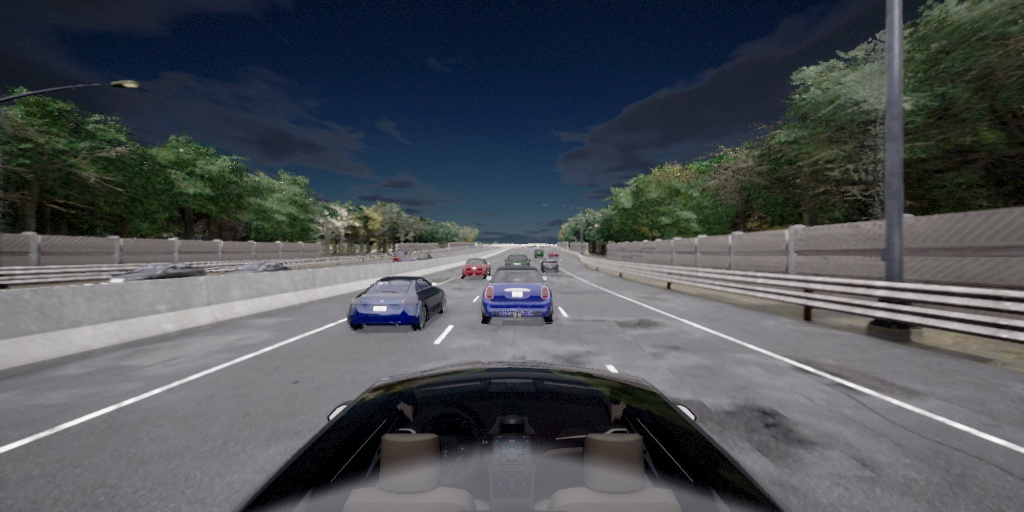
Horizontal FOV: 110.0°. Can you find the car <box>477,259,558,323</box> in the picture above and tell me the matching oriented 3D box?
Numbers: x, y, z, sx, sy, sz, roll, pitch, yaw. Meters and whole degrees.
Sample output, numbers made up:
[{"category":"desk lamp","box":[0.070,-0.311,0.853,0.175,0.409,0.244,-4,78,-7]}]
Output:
[{"category":"car","box":[0.168,1.093,12.185,2.097,1.767,4.553,0,0,0]}]

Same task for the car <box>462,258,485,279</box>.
[{"category":"car","box":[-2.996,0.973,31.055,2.097,1.767,4.553,0,1,1]}]

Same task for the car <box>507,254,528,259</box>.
[{"category":"car","box":[0.502,0.841,31.121,2.150,2.045,5.566,0,1,1]}]

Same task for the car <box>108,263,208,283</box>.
[{"category":"car","box":[-20.904,1.203,21.445,2.128,1.511,4.902,0,0,1]}]

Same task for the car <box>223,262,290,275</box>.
[{"category":"car","box":[-17.343,1.182,24.556,2.128,1.511,4.902,0,0,1]}]

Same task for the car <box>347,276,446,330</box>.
[{"category":"car","box":[-3.342,1.305,11.123,1.994,1.385,4.181,0,0,0]}]

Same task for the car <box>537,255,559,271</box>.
[{"category":"car","box":[4.164,0.951,40.075,2.128,1.511,4.902,0,1,2]}]

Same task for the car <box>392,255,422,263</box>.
[{"category":"car","box":[-13.251,0.936,44.881,1.994,1.385,4.181,0,1,2]}]
